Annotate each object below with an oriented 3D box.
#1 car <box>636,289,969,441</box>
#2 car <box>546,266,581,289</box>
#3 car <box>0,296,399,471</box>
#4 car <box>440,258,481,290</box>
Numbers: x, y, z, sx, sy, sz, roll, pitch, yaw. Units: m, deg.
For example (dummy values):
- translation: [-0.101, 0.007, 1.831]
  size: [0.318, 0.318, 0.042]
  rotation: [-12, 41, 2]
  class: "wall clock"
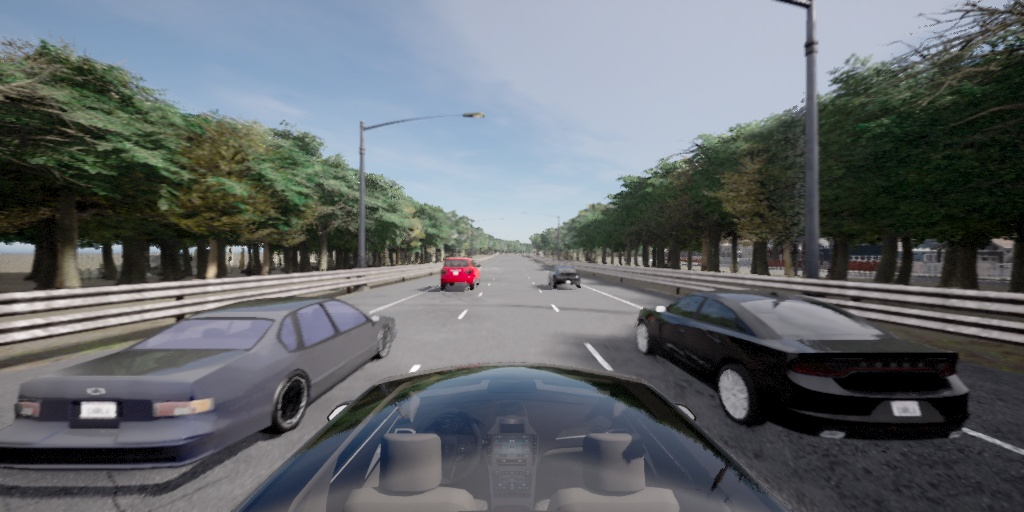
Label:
- translation: [3.598, 1.262, 5.753]
  size: [1.882, 1.535, 5.008]
  rotation: [0, 0, 0]
  class: "car"
- translation: [3.596, 1.434, 25.306]
  size: [1.837, 1.490, 4.892]
  rotation: [0, 0, 0]
  class: "car"
- translation: [-3.401, 1.330, 5.458]
  size: [2.033, 1.411, 5.357]
  rotation: [0, 0, 0]
  class: "car"
- translation: [-3.404, 1.144, 24.331]
  size: [2.150, 2.045, 5.566]
  rotation: [0, 0, 0]
  class: "car"
